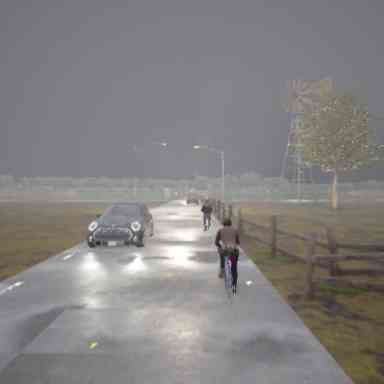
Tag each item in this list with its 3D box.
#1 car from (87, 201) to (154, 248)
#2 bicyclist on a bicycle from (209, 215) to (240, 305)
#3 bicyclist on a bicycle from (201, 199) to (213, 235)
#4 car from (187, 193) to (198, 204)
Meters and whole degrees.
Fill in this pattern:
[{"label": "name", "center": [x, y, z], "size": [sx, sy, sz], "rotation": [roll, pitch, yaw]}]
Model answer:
[{"label": "car", "center": [-2.853, 1.239, 14.124], "size": [2.097, 1.767, 4.553], "rotation": [0, 0, 0]}, {"label": "bicyclist on a bicycle", "center": [0.757, 1.394, 6.992], "size": [0.582, 1.620, 1.656], "rotation": [0, 0, 0]}, {"label": "bicyclist on a bicycle", "center": [0.756, 1.238, 16.914], "size": [0.659, 1.776, 1.843], "rotation": [0, 1, 0]}, {"label": "car", "center": [0.095, 1.306, 55.865], "size": [1.837, 1.490, 4.892], "rotation": [0, 0, 0]}]
